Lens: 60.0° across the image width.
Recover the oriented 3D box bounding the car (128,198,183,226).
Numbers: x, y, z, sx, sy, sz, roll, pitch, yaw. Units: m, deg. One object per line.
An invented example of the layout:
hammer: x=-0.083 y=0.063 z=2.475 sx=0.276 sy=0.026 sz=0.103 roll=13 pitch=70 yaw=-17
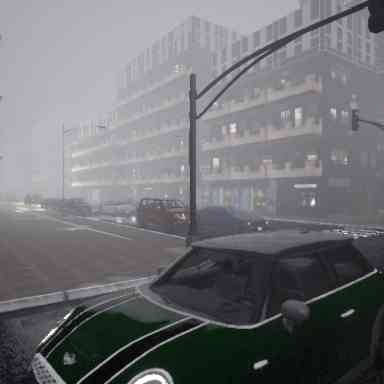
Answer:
car: x=-1.534 y=1.264 z=19.680 sx=2.192 sy=1.841 sz=5.009 roll=0 pitch=0 yaw=-36

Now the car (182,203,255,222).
car: x=1.940 y=1.504 z=19.289 sx=2.033 sy=1.411 sz=5.357 roll=0 pitch=0 yaw=-36

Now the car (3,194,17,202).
car: x=-38.027 y=1.412 z=70.186 sx=1.802 sy=1.307 sz=4.206 roll=0 pitch=0 yaw=-36

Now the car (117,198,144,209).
car: x=-8.012 y=1.466 z=42.955 sx=1.802 sy=1.307 sz=4.206 roll=0 pitch=0 yaw=-36

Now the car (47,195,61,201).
car: x=-31.233 y=1.379 z=75.093 sx=2.008 sy=1.369 sz=4.403 roll=0 pitch=0 yaw=-36

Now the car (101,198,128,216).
car: x=-7.135 y=1.511 z=31.851 sx=1.895 sy=1.301 sz=4.718 roll=0 pitch=0 yaw=-36

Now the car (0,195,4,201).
car: x=-41.345 y=1.269 z=74.777 sx=1.967 sy=1.590 sz=4.097 roll=0 pitch=0 yaw=-36

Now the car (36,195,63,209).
car: x=-18.123 y=1.436 z=42.639 sx=1.947 sy=1.339 sz=4.313 roll=0 pitch=0 yaw=-36

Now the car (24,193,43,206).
car: x=-24.757 y=1.162 z=51.820 sx=2.192 sy=1.841 sz=5.009 roll=0 pitch=0 yaw=-36

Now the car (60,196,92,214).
car: x=-11.487 y=1.445 z=33.454 sx=1.887 sy=1.381 sz=4.507 roll=0 pitch=0 yaw=-36

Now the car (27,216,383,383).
car: x=0.595 y=1.352 z=3.932 sx=4.553 sy=1.767 sz=2.097 roll=0 pitch=0 yaw=-41

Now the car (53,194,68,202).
car: x=-27.917 y=1.270 z=70.503 sx=1.967 sy=1.590 sz=4.097 roll=0 pitch=0 yaw=-36

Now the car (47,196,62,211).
car: x=-14.805 y=1.451 z=38.047 sx=1.947 sy=1.339 sz=4.313 roll=0 pitch=0 yaw=-36
